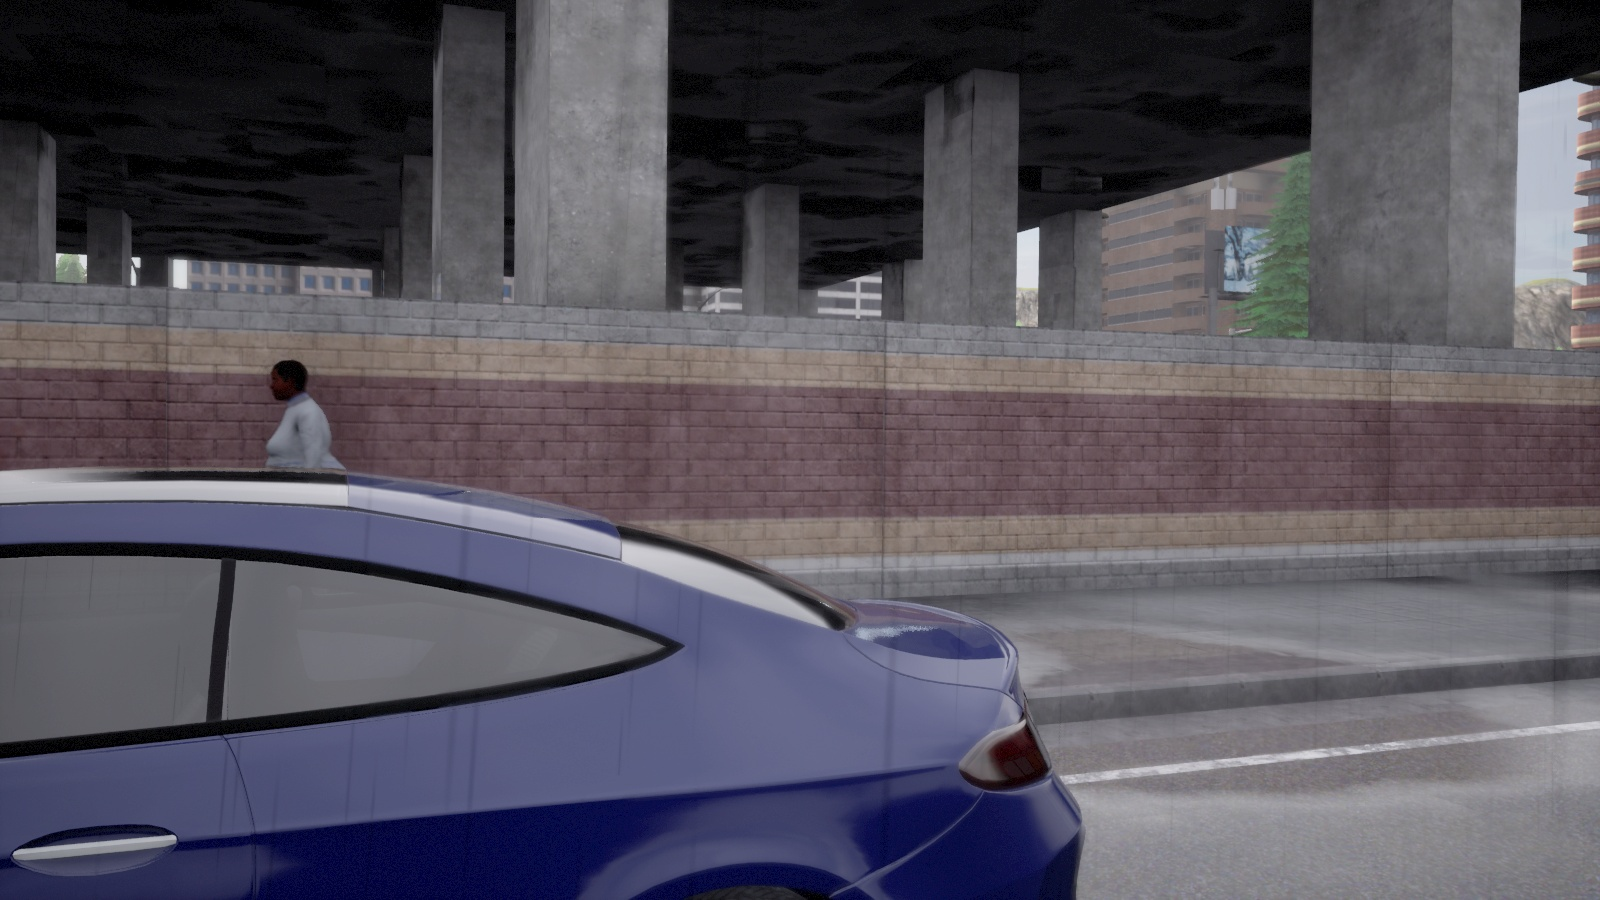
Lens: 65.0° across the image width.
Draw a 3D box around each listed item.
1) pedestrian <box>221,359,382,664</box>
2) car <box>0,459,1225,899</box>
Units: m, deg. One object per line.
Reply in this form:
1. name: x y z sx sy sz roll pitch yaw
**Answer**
1. pedestrian: -3.236 0.363 8.205 0.900 1.855 0.874 -1 1 -20
2. car: -1.621 0.799 2.622 4.674 1.442 1.812 -1 1 -21
